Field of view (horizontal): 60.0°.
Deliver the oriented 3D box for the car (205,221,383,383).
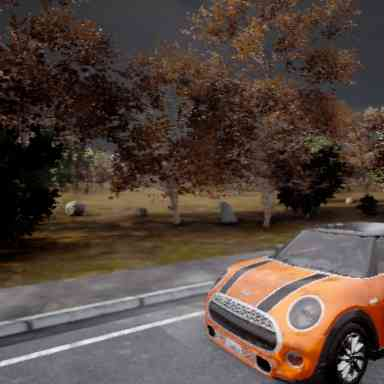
[{"bbox_3d":[2.437,1.309,5.294,4.553,1.767,2.097,-1,1,-31],"label":"car"}]
